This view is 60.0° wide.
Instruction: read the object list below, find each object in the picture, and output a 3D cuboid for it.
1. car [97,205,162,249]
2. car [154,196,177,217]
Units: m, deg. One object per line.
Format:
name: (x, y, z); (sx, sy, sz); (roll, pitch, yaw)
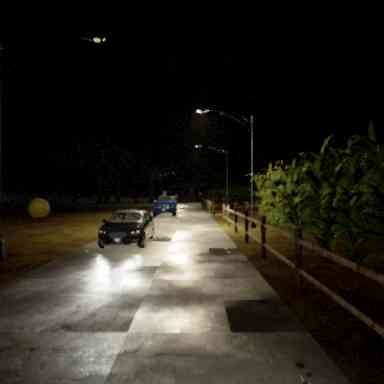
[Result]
car: (-2.788, 1.552, 14.909); (2.128, 1.511, 4.902); (0, -1, 0)
car: (-2.690, 1.406, 34.620); (2.150, 2.045, 5.566); (0, -1, 0)
